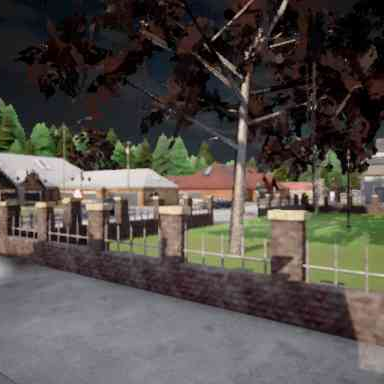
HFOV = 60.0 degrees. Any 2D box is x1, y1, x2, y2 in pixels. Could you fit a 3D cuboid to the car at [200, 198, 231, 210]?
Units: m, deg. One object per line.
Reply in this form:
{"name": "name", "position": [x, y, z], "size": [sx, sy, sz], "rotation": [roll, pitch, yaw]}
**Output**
{"name": "car", "position": [3.136, 1.489, 42.044], "size": [2.033, 1.411, 5.357], "rotation": [0, 0, 36]}

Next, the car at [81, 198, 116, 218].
{"name": "car", "position": [-7.506, 1.293, 27.307], "size": [2.097, 1.767, 4.553], "rotation": [0, 0, 36]}
